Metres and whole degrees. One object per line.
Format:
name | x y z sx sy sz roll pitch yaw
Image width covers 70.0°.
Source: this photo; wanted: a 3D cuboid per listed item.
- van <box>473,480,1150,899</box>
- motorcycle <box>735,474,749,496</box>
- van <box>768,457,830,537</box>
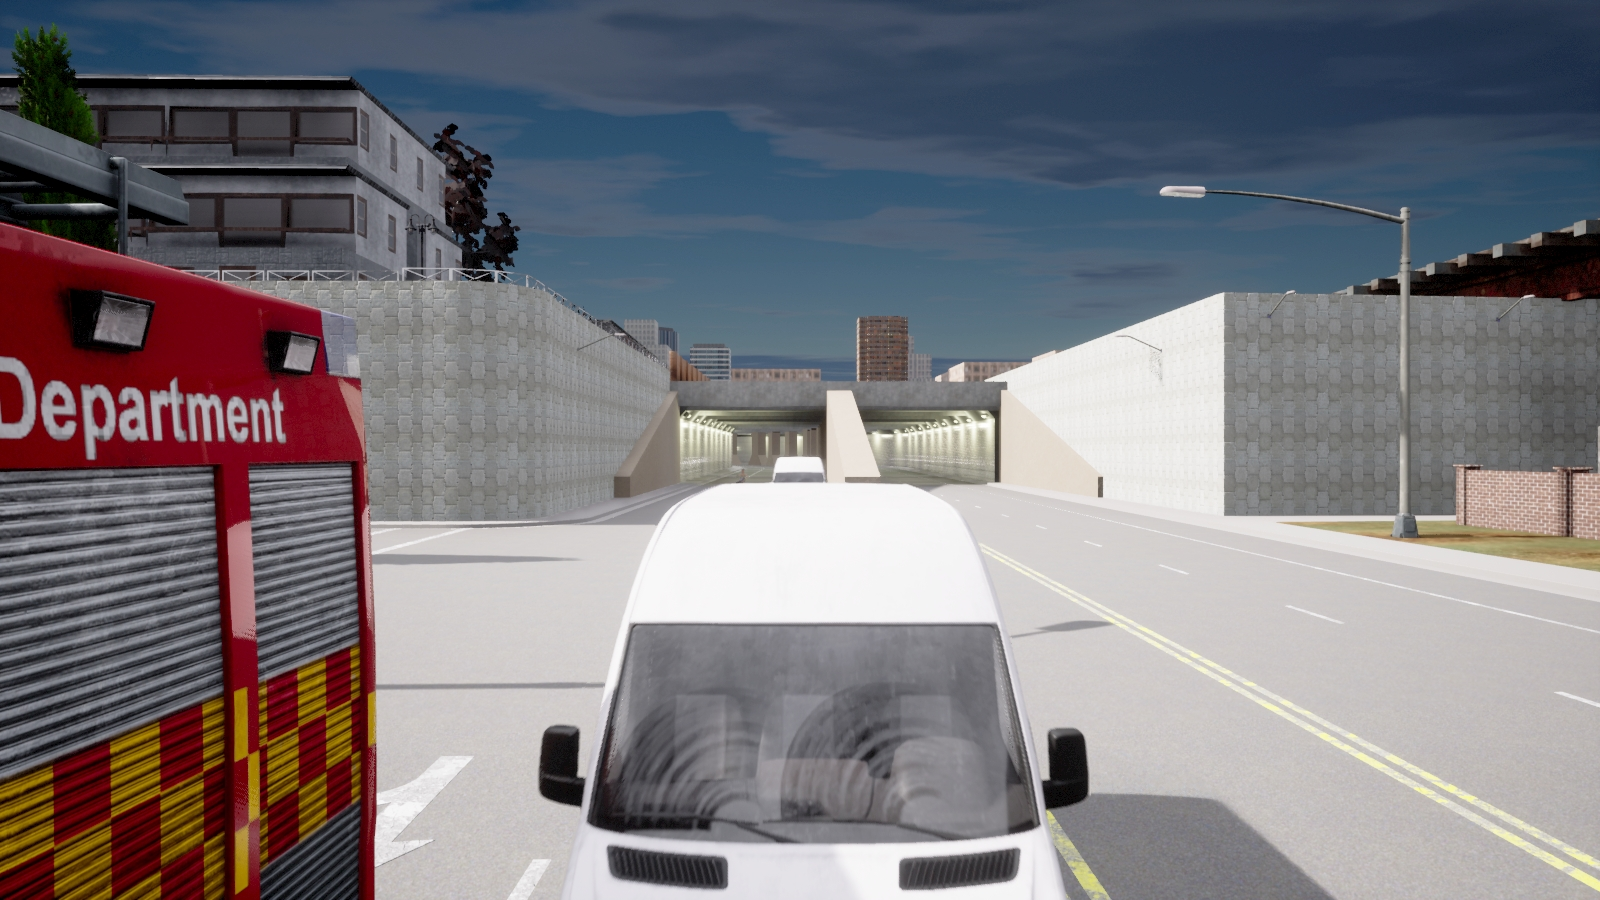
van | 0.059 1.532 6.319 1.988 2.561 5.915 0 0 1
motorcycle | -3.553 2.170 70.507 0.764 1.277 2.356 0 0 0
van | -0.036 1.534 40.072 1.988 2.561 5.915 0 0 0
